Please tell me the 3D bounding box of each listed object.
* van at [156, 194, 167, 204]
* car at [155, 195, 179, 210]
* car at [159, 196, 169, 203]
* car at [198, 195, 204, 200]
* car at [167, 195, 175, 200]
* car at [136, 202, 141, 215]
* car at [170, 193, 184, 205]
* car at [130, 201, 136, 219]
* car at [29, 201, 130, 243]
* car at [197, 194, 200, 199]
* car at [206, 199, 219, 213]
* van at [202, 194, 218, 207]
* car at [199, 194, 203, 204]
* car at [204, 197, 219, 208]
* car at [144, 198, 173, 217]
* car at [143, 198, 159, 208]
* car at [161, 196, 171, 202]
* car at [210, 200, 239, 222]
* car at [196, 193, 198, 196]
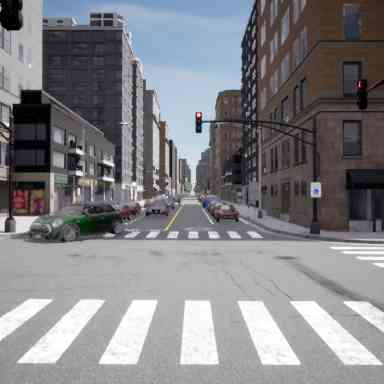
[{"bbox_3d":[-5.955,1.365,65.683,1.690,1.788,3.998,1,0,0],"label":"van"},{"bbox_3d":[-3.161,1.502,42.457,2.128,1.511,4.902,0,0,0],"label":"car"},{"bbox_3d":[-5.966,1.609,71.356,1.802,1.307,4.206,1,0,0],"label":"car"},{"bbox_3d":[2.523,1.565,94.229,1.752,1.417,4.829,1,0,0],"label":"car"},{"bbox_3d":[-6.003,1.585,94.048,1.887,1.381,4.507,1,0,0],"label":"car"},{"bbox_3d":[-5.901,1.552,31.646,1.887,1.381,4.507,1,0,0],"label":"car"},{"bbox_3d":[-3.097,1.237,59.889,2.150,2.045,5.566,0,0,0],"label":"car"},{"bbox_3d":[-5.892,1.551,25.973,1.887,1.381,4.507,1,0,0],"label":"car"},{"bbox_3d":[-5.526,1.351,16.364,2.097,1.767,4.553,0,0,31],"label":"car"},{"bbox_3d":[2.559,1.593,71.365,1.947,1.339,4.313,1,0,0],"label":"car"},{"bbox_3d":[2.624,1.589,31.651,1.802,1.307,4.206,1,0,0],"label":"car"},{"bbox_3d":[2.608,1.353,42.999,1.690,1.788,3.998,1,0,0],"label":"van"},{"bbox_3d":[2.599,1.329,48.672,2.192,1.841,5.009,1,0,0],"label":"car"},{"bbox_3d":[2.615,1.591,37.325,1.802,1.307,4.206,1,0,0],"label":"car"},{"bbox_3d":[-3.152,1.571,31.169,1.994,1.385,4.181,0,0,0],"label":"car"},{"bbox_3d":[-5.929,1.596,48.665,1.802,1.307,4.206,1,0,0],"label":"car"},{"bbox_3d":[-5.975,1.582,77.029,2.008,1.369,4.403,1,0,0],"label":"car"},{"bbox_3d":[2.634,1.588,25.978,1.802,1.307,4.206,1,0,0],"label":"car"},{"bbox_3d":[2.543,1.349,82.712,2.192,1.841,5.009,1,0,0],"label":"car"}]
